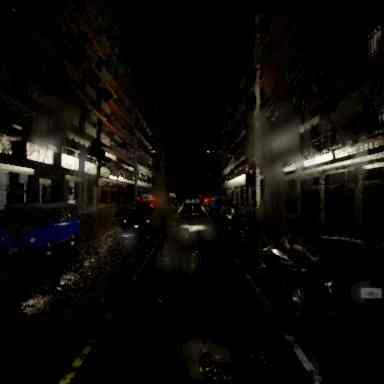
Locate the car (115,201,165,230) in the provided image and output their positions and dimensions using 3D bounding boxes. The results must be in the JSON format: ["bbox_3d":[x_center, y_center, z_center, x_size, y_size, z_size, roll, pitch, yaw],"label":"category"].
[{"bbox_3d":[-3.098,1.527,21.138,2.033,1.411,5.357,0,0,0],"label":"car"}]

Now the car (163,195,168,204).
[{"bbox_3d":[-5.646,1.467,63.822,1.752,1.417,4.829,1,0,0],"label":"car"}]

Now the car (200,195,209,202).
[{"bbox_3d":[2.708,1.476,75.446,1.887,1.381,4.507,1,0,0],"label":"car"}]

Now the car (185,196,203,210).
[{"bbox_3d":[0.103,1.561,42.142,1.895,1.301,4.718,0,0,0],"label":"car"}]

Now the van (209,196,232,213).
[{"bbox_3d":[2.710,1.313,29.875,1.690,1.788,3.998,1,0,0],"label":"van"}]

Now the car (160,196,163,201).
[{"bbox_3d":[-5.674,1.502,46.904,1.887,1.381,4.507,1,0,0],"label":"car"}]

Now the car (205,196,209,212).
[{"bbox_3d":[2.708,1.407,35.572,1.967,1.590,4.097,1,0,0],"label":"car"}]

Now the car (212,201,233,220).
[{"bbox_3d":[2.705,1.559,24.179,1.802,1.307,4.206,1,0,0],"label":"car"}]

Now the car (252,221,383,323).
[{"bbox_3d":[2.704,1.559,7.090,1.947,1.339,4.313,1,0,0],"label":"car"}]

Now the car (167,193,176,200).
[{"bbox_3d":[-5.634,1.233,92.474,2.192,1.841,5.009,1,0,0],"label":"car"}]

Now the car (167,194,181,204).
[{"bbox_3d":[-3.020,1.506,62.671,1.994,1.385,4.181,0,0,1],"label":"car"}]

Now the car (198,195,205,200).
[{"bbox_3d":[2.710,1.462,92.535,1.887,1.381,4.507,1,0,0],"label":"car"}]

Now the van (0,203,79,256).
[{"bbox_3d":[-5.672,1.329,12.724,1.690,1.788,3.998,1,0,0],"label":"van"}]

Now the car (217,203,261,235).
[{"bbox_3d":[2.705,1.533,18.483,2.008,1.369,4.403,1,0,0],"label":"car"}]

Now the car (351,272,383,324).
[{"bbox_3d":[2.703,1.564,1.393,1.947,1.339,4.313,1,0,0],"label":"car"}]

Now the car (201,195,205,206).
[{"bbox_3d":[2.707,1.533,52.661,1.802,1.307,4.206,1,0,0],"label":"car"}]

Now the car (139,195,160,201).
[{"bbox_3d":[-5.670,1.277,41.207,2.192,1.841,5.009,1,0,0],"label":"car"}]

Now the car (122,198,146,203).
[{"bbox_3d":[-5.675,1.523,29.813,2.008,1.369,4.403,1,0,0],"label":"car"}]
